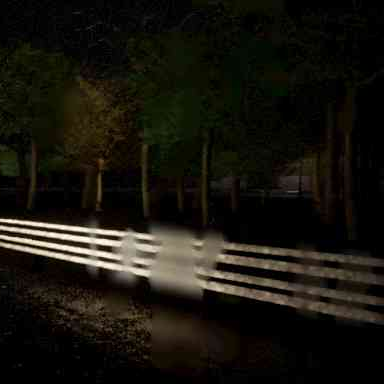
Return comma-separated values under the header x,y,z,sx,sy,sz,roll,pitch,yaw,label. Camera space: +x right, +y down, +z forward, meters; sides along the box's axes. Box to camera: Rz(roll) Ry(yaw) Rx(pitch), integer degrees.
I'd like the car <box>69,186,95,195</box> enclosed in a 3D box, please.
x,y,z,sx,sy,sz,roll,pitch,yaw,label
-18.711,-0.230,55.849,4.792,1.488,2.163,0,1,-4,car
